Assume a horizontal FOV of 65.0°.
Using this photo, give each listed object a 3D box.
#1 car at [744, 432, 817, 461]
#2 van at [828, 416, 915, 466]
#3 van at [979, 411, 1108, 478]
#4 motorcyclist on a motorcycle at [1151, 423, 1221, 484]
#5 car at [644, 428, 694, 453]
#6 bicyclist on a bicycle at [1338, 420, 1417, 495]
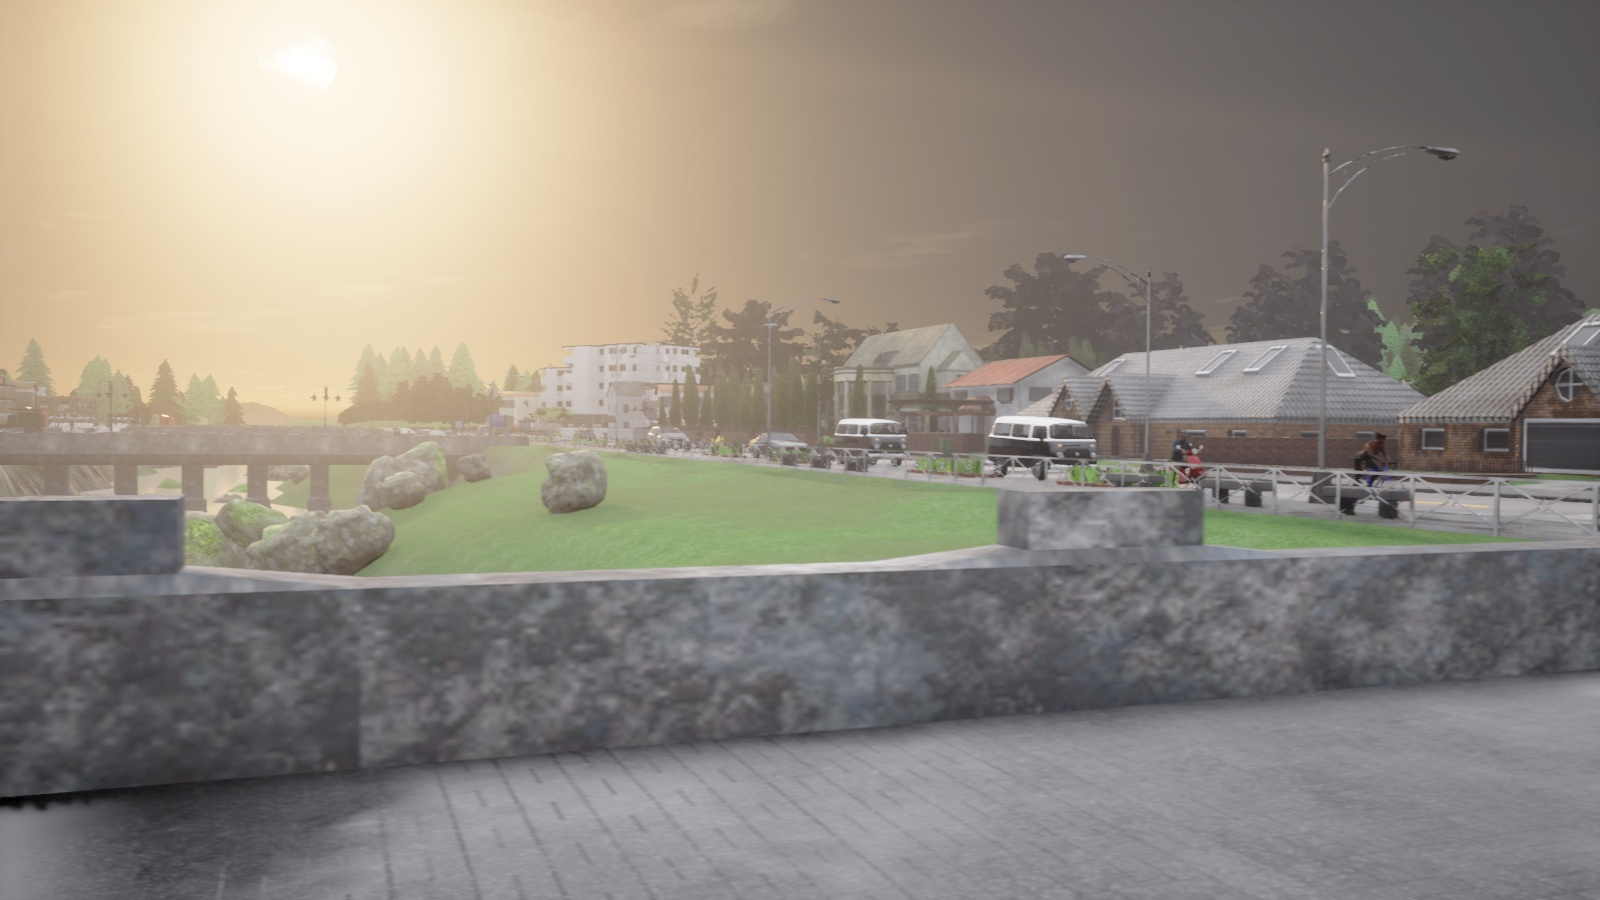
[{"bbox_3d":[-1.078,-0.195,64.661,2.033,1.411,5.357,-1,1,-21],"label":"car"},{"bbox_3d":[3.018,-0.388,53.882,2.069,2.038,4.480,-1,1,-21],"label":"van"},{"bbox_3d":[7.876,-0.245,41.117,2.069,2.038,4.480,-1,3,-21],"label":"van"},{"bbox_3d":[10.502,0.081,34.224,0.866,1.590,1.817,-1,1,-21],"label":"motorcyclist on a motorcycle"},{"bbox_3d":[-8.933,-0.649,85.298,2.242,1.667,4.611,-1,1,-21],"label":"car"},{"bbox_3d":[12.865,0.156,28.014,0.582,1.620,1.656,-1,1,-21],"label":"bicyclist on a bicycle"}]
